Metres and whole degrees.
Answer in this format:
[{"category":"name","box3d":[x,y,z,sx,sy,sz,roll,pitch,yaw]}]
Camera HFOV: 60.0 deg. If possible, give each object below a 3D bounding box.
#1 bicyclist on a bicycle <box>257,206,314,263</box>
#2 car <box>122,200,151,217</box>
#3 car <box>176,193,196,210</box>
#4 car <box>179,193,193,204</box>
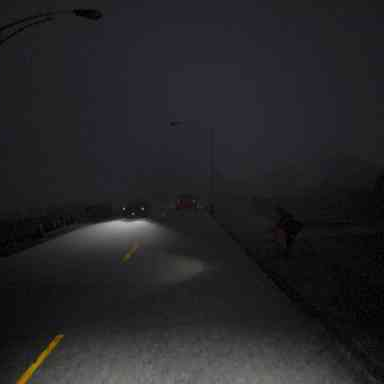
[{"category":"bicyclist on a bicycle","box3d":[2.697,1.241,9.598,1.656,1.620,0.582,0,1,-1]},{"category":"car","box3d":[-4.501,1.327,27.435,1.895,1.301,4.718,0,1,-1]},{"category":"car","box3d":[-0.602,0.965,35.755,2.097,1.767,4.553,0,1,-1]},{"category":"car","box3d":[-0.867,0.950,48.842,1.882,1.535,5.008,0,0,-1]}]
